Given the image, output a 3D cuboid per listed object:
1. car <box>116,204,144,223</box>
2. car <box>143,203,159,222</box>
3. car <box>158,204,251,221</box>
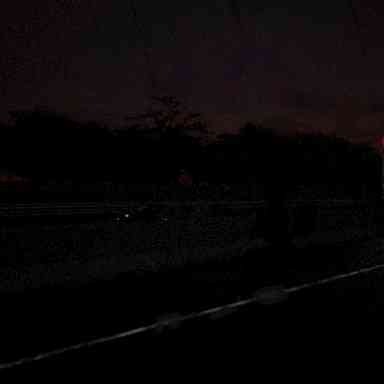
[{"bbox_3d":[-2.992,1.528,23.360,4.674,1.442,1.812,0,0,-36],"label":"car"},{"bbox_3d":[-0.560,1.567,20.797,4.181,1.385,1.994,0,0,-36],"label":"car"},{"bbox_3d":[0.974,1.480,17.590,5.008,1.535,1.882,0,0,-36],"label":"car"}]
